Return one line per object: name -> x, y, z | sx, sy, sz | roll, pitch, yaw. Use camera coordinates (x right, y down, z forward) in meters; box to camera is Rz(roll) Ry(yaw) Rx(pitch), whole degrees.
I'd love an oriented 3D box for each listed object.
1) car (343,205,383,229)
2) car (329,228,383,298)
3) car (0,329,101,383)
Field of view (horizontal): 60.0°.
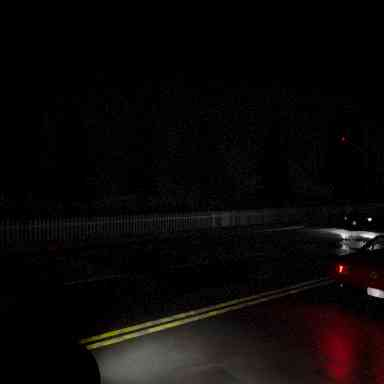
car -> 11.307, 1.525, 20.660 | 4.674, 1.442, 1.812 | 0, 0, -36
car -> 5.256, 1.601, 7.519 | 4.718, 1.301, 1.895 | 0, 0, -35
car -> -2.819, 1.526, 1.759 | 4.674, 1.442, 1.812 | 0, 0, -36
